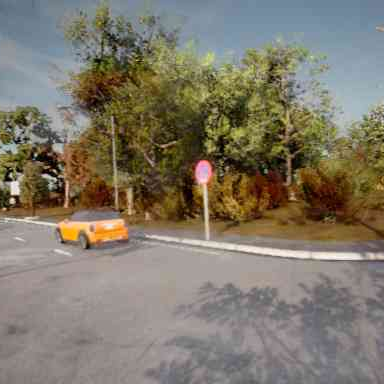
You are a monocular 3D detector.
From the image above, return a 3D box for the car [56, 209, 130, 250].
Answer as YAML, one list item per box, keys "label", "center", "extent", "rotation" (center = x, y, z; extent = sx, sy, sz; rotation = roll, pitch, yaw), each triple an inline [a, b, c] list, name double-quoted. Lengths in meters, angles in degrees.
- label: "car"
  center: [-4.924, 1.619, 16.060]
  extent: [2.097, 1.767, 4.553]
  rotation: [-3, 0, -40]
